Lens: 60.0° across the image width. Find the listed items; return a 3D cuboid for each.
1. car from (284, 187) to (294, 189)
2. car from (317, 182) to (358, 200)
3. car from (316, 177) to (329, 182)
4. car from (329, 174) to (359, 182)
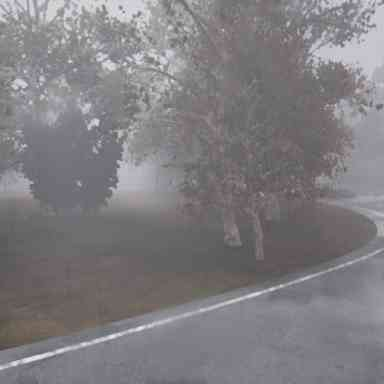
[{"bbox_3d":[16.581,-1.012,54.452,2.033,1.411,5.357,-2,3,32],"label":"car"},{"bbox_3d":[14.491,0.037,34.422,1.812,1.442,4.674,-6,3,-30],"label":"car"},{"bbox_3d":[24.870,-2.228,65.684,5.008,1.535,1.882,-5,3,-25],"label":"car"},{"bbox_3d":[29.420,-2.520,63.572,4.553,1.767,2.097,-4,3,-10],"label":"car"}]
